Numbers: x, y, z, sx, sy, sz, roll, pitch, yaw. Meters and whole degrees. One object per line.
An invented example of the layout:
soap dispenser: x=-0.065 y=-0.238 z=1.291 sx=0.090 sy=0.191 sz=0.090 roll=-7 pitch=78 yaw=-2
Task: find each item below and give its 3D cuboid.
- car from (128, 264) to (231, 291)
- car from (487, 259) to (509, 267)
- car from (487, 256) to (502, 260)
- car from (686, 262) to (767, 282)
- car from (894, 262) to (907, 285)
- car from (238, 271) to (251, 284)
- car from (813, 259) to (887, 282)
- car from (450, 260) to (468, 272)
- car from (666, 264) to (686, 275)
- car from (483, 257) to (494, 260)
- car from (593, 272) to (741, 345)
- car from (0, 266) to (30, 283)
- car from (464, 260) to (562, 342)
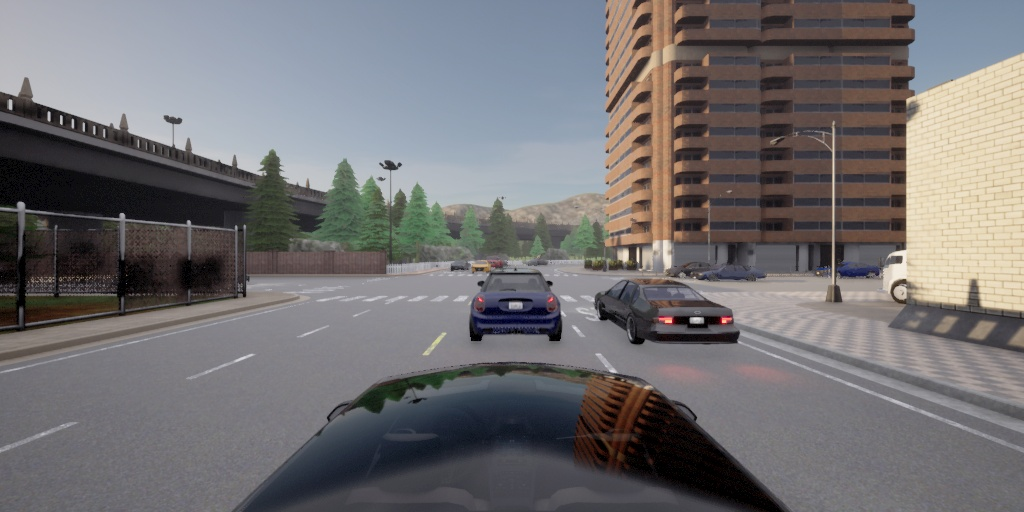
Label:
car: x=-20.387 y=1.297 z=21.853 sx=4.902 sy=1.511 sz=2.128 roll=0 pitch=0 yaw=0
car: x=-2.481 y=1.314 z=64.908 sx=1.994 sy=1.385 sz=4.181 roll=0 pitch=0 yaw=29
car: x=-2.889 y=0.969 z=53.144 sx=2.150 sy=2.045 sz=5.566 roll=0 pitch=0 yaw=10
car: x=17.405 y=1.353 z=28.958 sx=5.357 sy=1.411 sz=2.033 roll=0 pitch=0 yaw=0
car: x=34.179 y=1.369 z=28.920 sx=4.181 sy=1.385 sz=1.994 roll=0 pitch=0 yaw=0
car: x=-21.261 y=1.310 z=25.355 sx=4.892 sy=1.490 sz=1.837 roll=0 pitch=0 yaw=0
car: x=30.175 y=1.283 z=32.438 sx=5.008 sy=1.535 sz=1.882 roll=0 pitch=0 yaw=0
car: x=-6.778 y=1.254 z=46.836 sx=1.837 sy=1.490 sz=4.892 roll=0 pitch=0 yaw=3
car: x=16.454 y=1.307 z=32.477 sx=4.892 sy=1.490 sz=1.837 roll=-1 pitch=0 yaw=0
car: x=-3.530 y=1.227 z=41.879 sx=1.882 sy=1.535 sz=5.008 roll=0 pitch=0 yaw=1
car: x=3.591 y=1.297 z=9.466 sx=2.033 sy=1.411 sz=5.357 roll=0 pitch=0 yaw=0
car: x=-37.133 y=1.369 z=25.365 sx=4.181 sy=1.385 sz=1.994 roll=0 pitch=0 yaw=0
car: x=0.090 y=1.101 z=9.926 sx=2.097 sy=1.767 sz=4.553 roll=0 pitch=0 yaw=0
